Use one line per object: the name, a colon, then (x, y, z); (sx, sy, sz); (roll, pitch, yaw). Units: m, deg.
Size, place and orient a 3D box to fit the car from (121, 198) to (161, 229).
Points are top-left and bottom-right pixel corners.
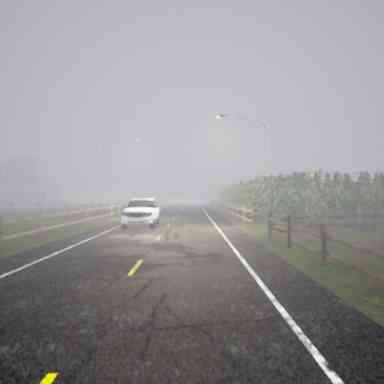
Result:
car: (-3.498, 1.440, 23.631); (2.150, 2.045, 5.566); (0, -1, 0)
